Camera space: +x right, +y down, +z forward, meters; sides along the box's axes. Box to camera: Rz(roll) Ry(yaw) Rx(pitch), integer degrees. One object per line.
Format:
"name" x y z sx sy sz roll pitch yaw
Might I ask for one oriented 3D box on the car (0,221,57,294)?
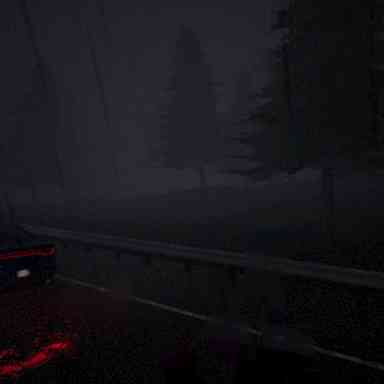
"car" -5.265 1.422 8.019 5.008 1.535 1.882 0 0 37
